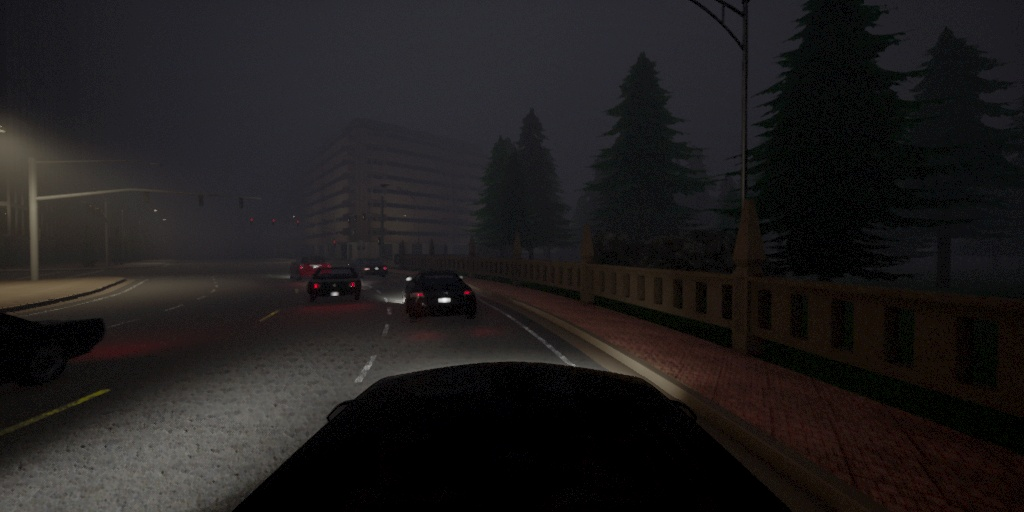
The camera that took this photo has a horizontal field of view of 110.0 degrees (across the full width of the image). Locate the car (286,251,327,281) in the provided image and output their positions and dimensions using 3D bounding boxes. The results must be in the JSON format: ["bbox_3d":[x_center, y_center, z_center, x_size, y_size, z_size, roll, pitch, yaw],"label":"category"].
[{"bbox_3d":[-14.114,0.733,25.079,2.097,1.767,4.553,-1,1,-38],"label":"car"}]

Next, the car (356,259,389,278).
[{"bbox_3d":[-10.967,0.898,26.851,2.033,1.411,5.357,-1,1,-39],"label":"car"}]

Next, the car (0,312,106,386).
[{"bbox_3d":[-7.683,1.318,3.928,1.895,1.301,4.718,0,1,-10],"label":"car"}]

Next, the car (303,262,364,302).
[{"bbox_3d":[-7.697,1.128,15.703,1.895,1.301,4.718,0,1,-25],"label":"car"}]

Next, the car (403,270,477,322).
[{"bbox_3d":[-2.470,1.153,11.776,1.994,1.385,4.181,0,1,-18],"label":"car"}]
